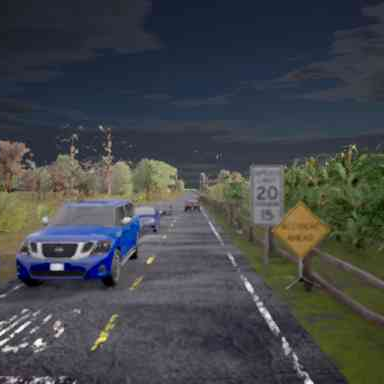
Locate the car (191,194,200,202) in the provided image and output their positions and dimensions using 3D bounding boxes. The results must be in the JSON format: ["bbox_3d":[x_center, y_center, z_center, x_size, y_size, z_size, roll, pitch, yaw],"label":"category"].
[{"bbox_3d":[0.799,1.430,82.441,2.097,1.767,4.553,0,0,1],"label":"car"}]

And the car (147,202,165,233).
[{"bbox_3d":[-2.871,1.575,20.281,1.812,1.442,4.674,0,0,0],"label":"car"}]

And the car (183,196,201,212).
[{"bbox_3d":[0.050,1.579,40.144,1.837,1.490,4.892,0,0,0],"label":"car"}]

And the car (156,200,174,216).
[{"bbox_3d":[-2.875,1.568,33.184,1.837,1.490,4.892,0,1,0],"label":"car"}]

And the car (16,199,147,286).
[{"bbox_3d":[-2.864,1.248,9.809,2.150,2.045,5.566,0,0,0],"label":"car"}]

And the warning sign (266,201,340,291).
[{"bbox_3d":[2.437,1.135,7.484,1.300,1.860,1.060,0,0,0],"label":"warning sign"}]
